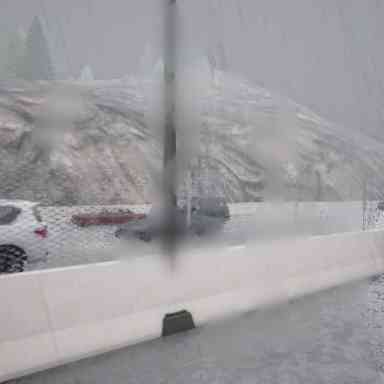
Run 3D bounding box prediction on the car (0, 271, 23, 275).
[{"bbox_3d":[-6.402,1.217,8.026,5.566,2.045,2.150,0,0,-35],"label":"car"}]
